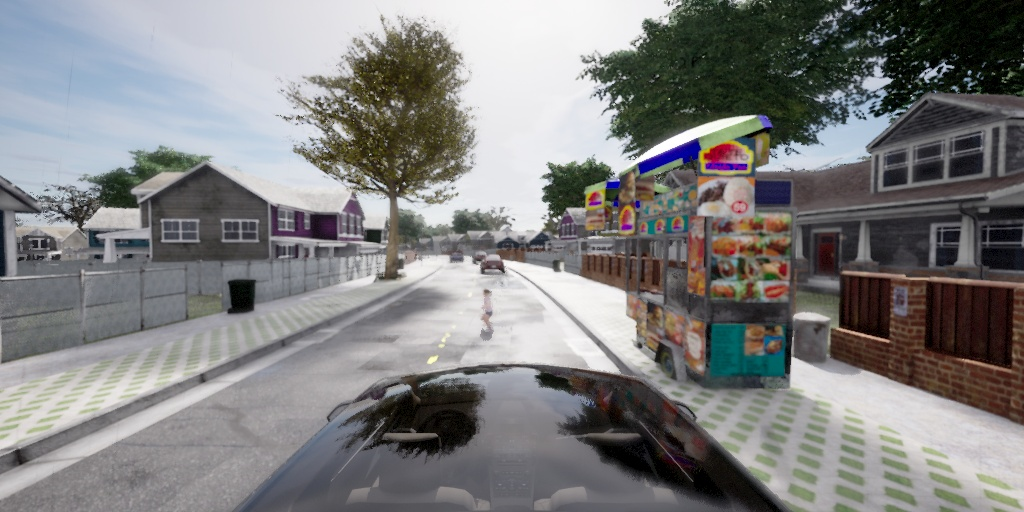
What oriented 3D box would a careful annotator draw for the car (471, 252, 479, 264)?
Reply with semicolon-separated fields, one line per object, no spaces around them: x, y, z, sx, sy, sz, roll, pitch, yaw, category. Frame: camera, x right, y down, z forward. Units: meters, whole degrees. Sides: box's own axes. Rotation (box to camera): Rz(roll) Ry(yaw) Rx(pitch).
-4.246;0.208;47.417;1.837;1.490;4.892;0;1;-11;car

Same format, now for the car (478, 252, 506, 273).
-1.662;0.603;30.134;1.812;1.442;4.674;0;2;-7;car

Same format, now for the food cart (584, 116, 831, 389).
2.953;0.096;6.483;2.280;3.560;4.660;0;0;-1;food cart

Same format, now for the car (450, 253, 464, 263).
-7.482;0.282;48.743;1.895;1.301;4.718;0;1;-11;car

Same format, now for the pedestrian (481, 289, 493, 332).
-0.545;1.255;8.646;0.500;1.100;0.500;-1;2;-10;pedestrian
